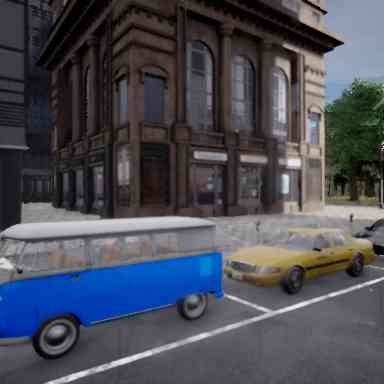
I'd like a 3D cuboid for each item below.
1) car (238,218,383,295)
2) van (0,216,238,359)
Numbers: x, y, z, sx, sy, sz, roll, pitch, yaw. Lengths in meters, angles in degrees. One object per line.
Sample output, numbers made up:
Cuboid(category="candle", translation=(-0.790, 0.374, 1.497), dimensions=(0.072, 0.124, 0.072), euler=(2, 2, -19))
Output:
Cuboid(category="car", translation=(2.979, 1.541, 8.785), dimensions=(4.829, 1.417, 1.752), euler=(0, 0, -36))
Cuboid(category="van", translation=(-1.307, 1.359, 5.722), dimensions=(3.998, 1.788, 1.690), euler=(0, 0, -36))
